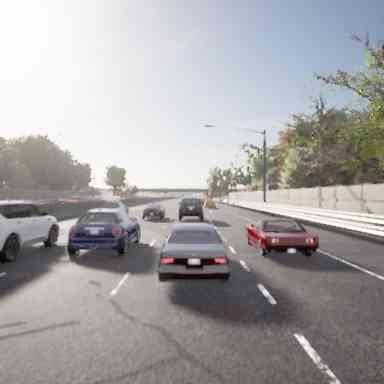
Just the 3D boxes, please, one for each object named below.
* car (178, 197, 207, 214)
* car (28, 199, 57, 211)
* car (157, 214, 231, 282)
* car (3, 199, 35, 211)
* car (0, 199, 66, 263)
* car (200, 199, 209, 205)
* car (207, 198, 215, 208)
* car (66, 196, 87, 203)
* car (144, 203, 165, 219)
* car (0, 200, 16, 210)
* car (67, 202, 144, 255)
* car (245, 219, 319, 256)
[{"bbox_3d":[-0.086,1.490,30.062,2.150,2.045,5.566,0,-1,0],"label":"car"},{"bbox_3d":[-21.357,1.834,47.606,1.882,1.535,5.008,0,-1,0],"label":"car"},{"bbox_3d":[0.034,1.637,9.997,2.033,1.411,5.357,0,-1,0],"label":"car"},{"bbox_3d":[-24.844,1.825,47.954,1.882,1.535,5.008,0,-1,0],"label":"car"},{"bbox_3d":[-6.982,1.308,12.511,2.150,2.045,5.566,0,-1,0],"label":"car"},{"bbox_3d":[3.012,2.344,82.273,2.033,1.411,5.357,0,-1,0],"label":"car"},{"bbox_3d":[3.139,2.043,60.246,1.882,1.535,5.008,0,-1,0],"label":"car"},{"bbox_3d":[-17.860,1.622,51.149,2.150,2.045,5.566,0,0,0],"label":"car"},{"bbox_3d":[-3.595,1.798,31.821,1.812,1.442,4.674,0,-1,0],"label":"car"},{"bbox_3d":[-28.341,1.890,48.775,2.033,1.411,5.357,0,-1,0],"label":"car"},{"bbox_3d":[-3.490,1.464,13.984,2.097,1.767,4.553,0,-1,0],"label":"car"},{"bbox_3d":[3.414,1.733,13.630,1.895,1.301,4.718,0,-1,0],"label":"car"}]
